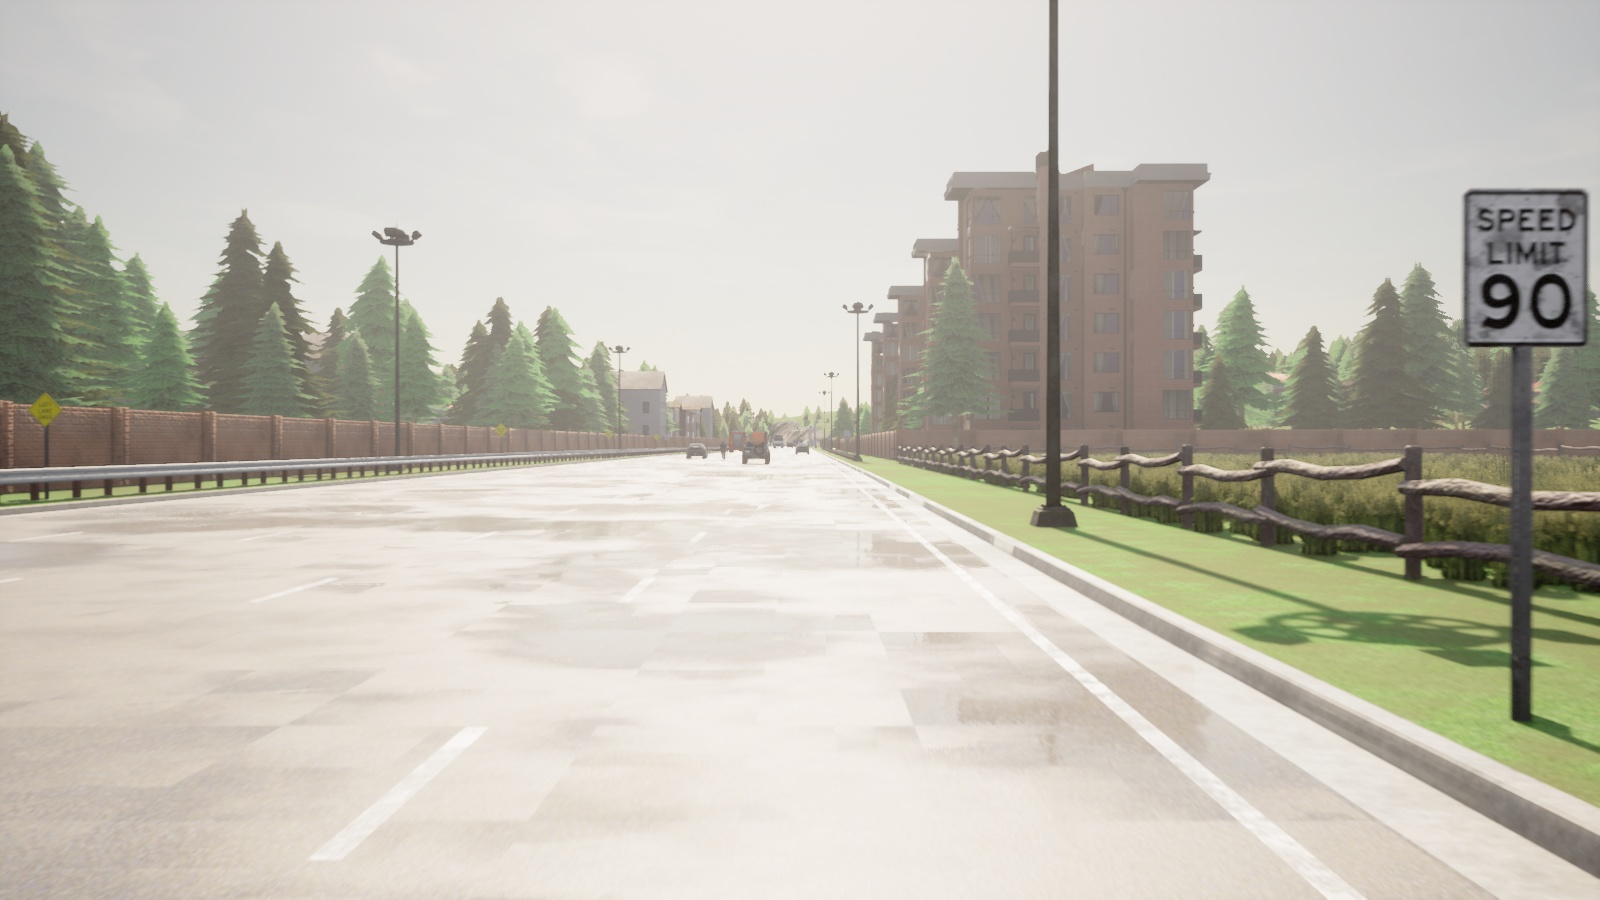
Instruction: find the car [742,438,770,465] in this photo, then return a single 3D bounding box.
[{"bbox_3d":[-3.168,0.091,91.134,1.932,1.855,4.605,0,0,0],"label":"car"}]
